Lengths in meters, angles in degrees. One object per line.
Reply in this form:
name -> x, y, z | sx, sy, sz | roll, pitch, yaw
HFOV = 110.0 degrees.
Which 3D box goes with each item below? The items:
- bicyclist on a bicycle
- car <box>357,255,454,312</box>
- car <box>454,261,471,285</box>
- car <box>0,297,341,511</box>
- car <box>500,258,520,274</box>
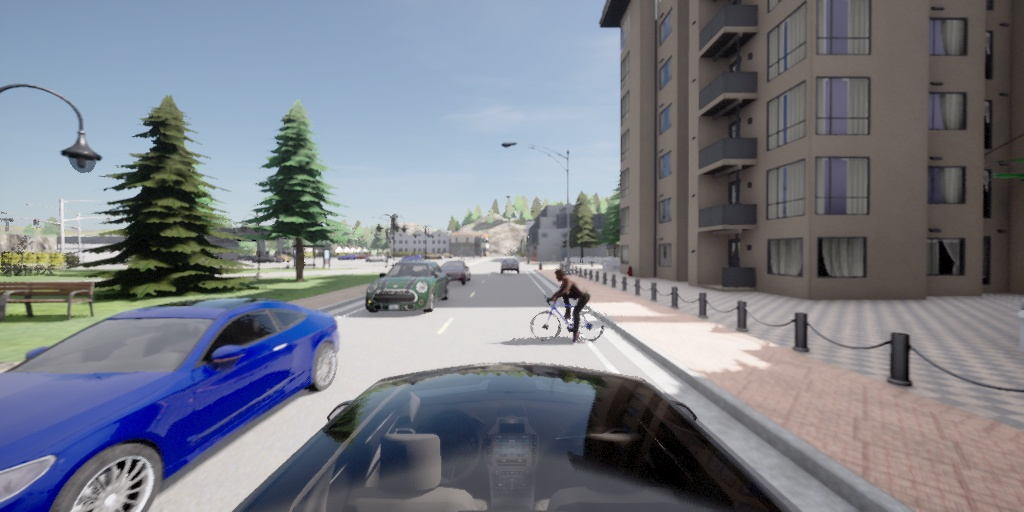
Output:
bicyclist on a bicycle -> 1.233, 1.104, 7.974 | 1.656, 1.620, 0.582 | 0, 1, -1
car -> -3.696, 0.982, 13.388 | 2.097, 1.767, 4.553 | 0, 1, 0
car -> -3.780, 1.044, 23.613 | 1.812, 1.442, 4.674 | 0, 1, -1
car -> -3.609, 1.257, 3.967 | 1.812, 1.442, 4.674 | 0, 0, -1
car -> -0.196, 0.936, 34.910 | 2.033, 1.411, 5.357 | 0, 1, -1
